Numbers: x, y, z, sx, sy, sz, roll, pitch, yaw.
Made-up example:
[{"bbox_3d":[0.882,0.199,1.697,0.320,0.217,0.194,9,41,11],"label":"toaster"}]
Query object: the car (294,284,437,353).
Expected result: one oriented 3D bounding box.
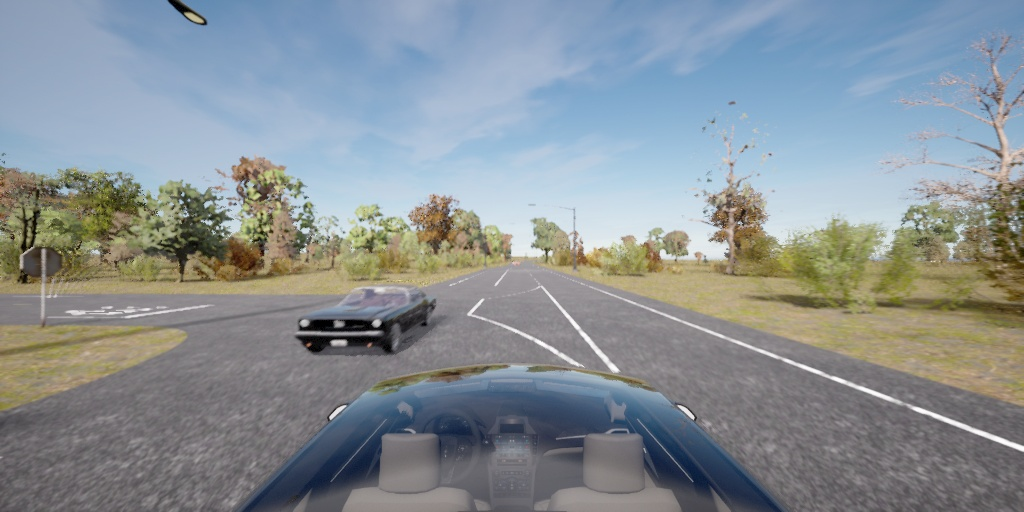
[{"bbox_3d":[-3.358,1.424,9.243,1.895,1.301,4.718,0,0,1],"label":"car"}]
